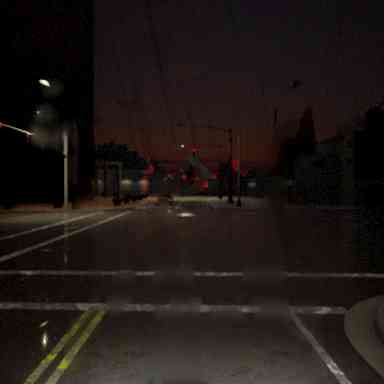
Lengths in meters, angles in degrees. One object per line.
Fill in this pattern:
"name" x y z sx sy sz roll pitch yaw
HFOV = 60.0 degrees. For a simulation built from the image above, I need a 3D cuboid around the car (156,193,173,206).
"car" -3.470 0.923 42.992 1.882 1.535 5.008 0 1 1
